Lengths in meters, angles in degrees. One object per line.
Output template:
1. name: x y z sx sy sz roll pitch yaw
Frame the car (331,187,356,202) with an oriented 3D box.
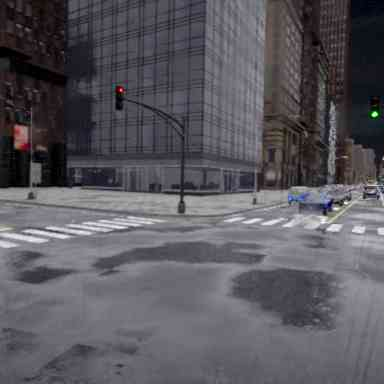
1. car: 19.327 0.405 42.582 2.033 1.411 5.357 2 2 29

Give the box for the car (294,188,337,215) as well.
1. car: 9.355 0.769 24.888 1.882 1.535 5.008 2 2 29

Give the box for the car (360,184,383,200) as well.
1. car: 25.984 0.135 48.117 2.097 1.767 4.553 2 2 29

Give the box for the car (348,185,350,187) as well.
1. car: 32.614 -0.425 72.213 1.887 1.381 4.507 3 3 29

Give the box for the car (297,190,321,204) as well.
1. car: 13.340 0.499 37.699 1.802 1.307 4.206 3 2 29

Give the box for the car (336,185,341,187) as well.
1. car: 21.606 -0.140 52.482 2.192 1.841 5.009 3 3 29

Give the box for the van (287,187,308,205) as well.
1. van: 10.592 0.380 32.759 1.690 1.788 3.998 3 2 29

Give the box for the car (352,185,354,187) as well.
1. car: 38.119 -0.663 82.075 1.947 1.339 4.313 3 3 29

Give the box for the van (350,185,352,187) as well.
1. van: 35.372 -0.758 77.135 1.690 1.788 3.998 3 3 29

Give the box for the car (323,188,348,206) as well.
1. car: 14.220 0.644 33.578 1.994 1.385 4.181 2 2 30

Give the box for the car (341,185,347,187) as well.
1. car: 27.113 -0.395 62.343 2.192 1.841 5.009 3 3 29

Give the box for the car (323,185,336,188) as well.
1. car: 18.850 0.111 47.556 1.967 1.590 4.097 3 3 29
